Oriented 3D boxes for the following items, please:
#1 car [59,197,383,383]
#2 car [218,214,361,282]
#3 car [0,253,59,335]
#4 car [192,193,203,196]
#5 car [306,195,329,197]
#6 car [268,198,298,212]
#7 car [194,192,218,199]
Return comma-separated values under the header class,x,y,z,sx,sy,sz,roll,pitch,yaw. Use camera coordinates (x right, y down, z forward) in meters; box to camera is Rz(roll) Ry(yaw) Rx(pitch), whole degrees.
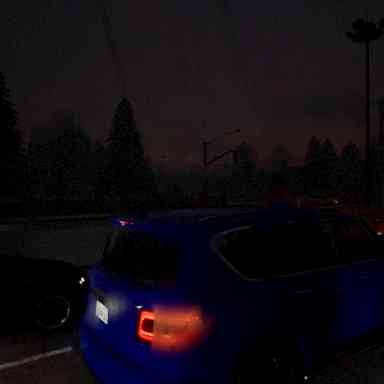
class,x,y,z,sx,sy,sz,roll,pitch,yaw
car,1.342,1.205,4.685,5.566,2.045,2.150,-1,0,-35
car,3.063,1.513,10.201,4.181,1.385,1.994,-1,0,-34
car,-3.782,1.564,5.339,4.181,1.385,1.994,0,0,-36
car,-0.027,1.306,53.608,1.812,1.442,4.674,-1,0,-35
car,15.403,1.099,39.295,2.097,1.767,4.553,0,0,-44
car,9.695,1.362,35.811,1.994,1.385,4.181,0,0,-2
car,2.131,0.975,56.626,2.150,2.045,5.566,-1,0,-35
